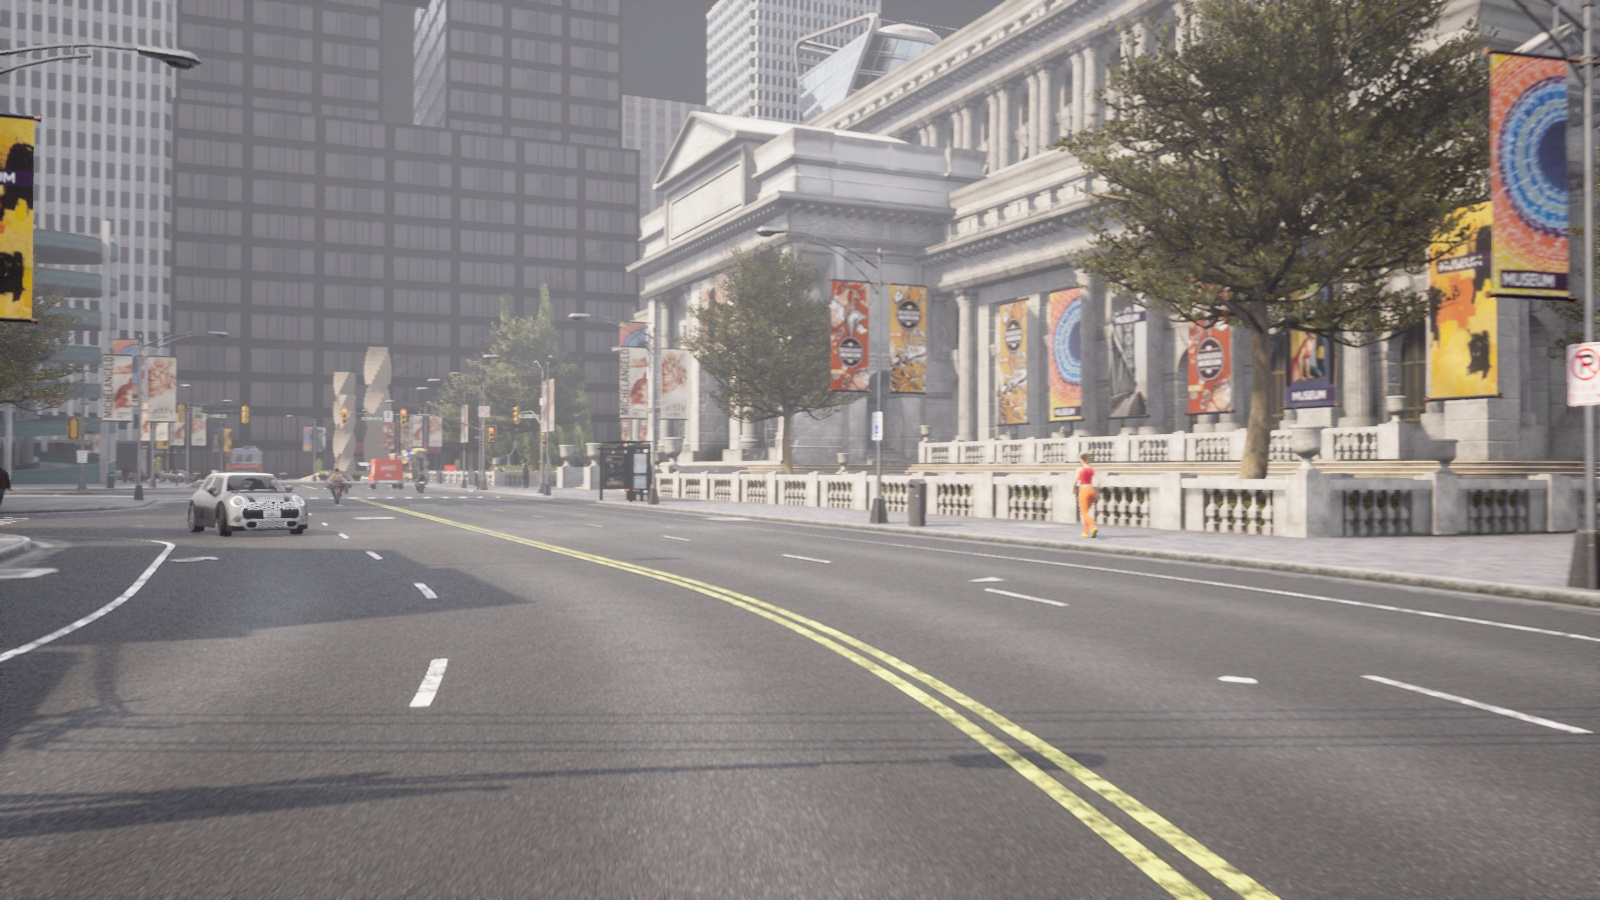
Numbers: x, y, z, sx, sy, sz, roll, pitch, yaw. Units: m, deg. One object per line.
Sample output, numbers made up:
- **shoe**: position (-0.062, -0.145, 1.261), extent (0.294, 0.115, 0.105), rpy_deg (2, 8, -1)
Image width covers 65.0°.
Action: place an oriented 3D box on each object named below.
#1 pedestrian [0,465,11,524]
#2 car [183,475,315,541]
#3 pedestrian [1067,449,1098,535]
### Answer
- **pedestrian**: position (-25.359, 1.409, 39.608), extent (0.634, 1.844, 0.899), rpy_deg (0, -1, -23)
- **car**: position (-13.344, 1.355, 30.313), extent (1.970, 1.475, 3.806), rpy_deg (1, -1, -39)
- **pedestrian**: position (6.059, 0.893, 26.950), extent (0.345, 1.836, 0.594), rpy_deg (0, -1, -22)
